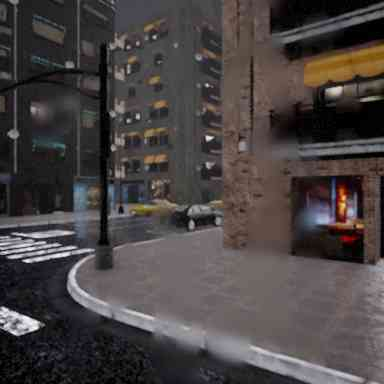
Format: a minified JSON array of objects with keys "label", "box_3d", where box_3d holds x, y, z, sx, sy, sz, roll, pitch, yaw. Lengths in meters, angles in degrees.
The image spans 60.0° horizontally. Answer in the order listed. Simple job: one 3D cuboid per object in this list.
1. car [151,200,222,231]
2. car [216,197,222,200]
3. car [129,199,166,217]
[{"label":"car","box_3d":[0.059,1.337,18.684,2.008,1.369,4.403,1,1,36]},{"label":"car","box_3d":[3.549,1.118,36.919,1.752,1.417,4.829,1,1,36]},{"label":"car","box_3d":[-3.109,1.260,27.738,1.752,1.417,4.829,1,1,36]}]
